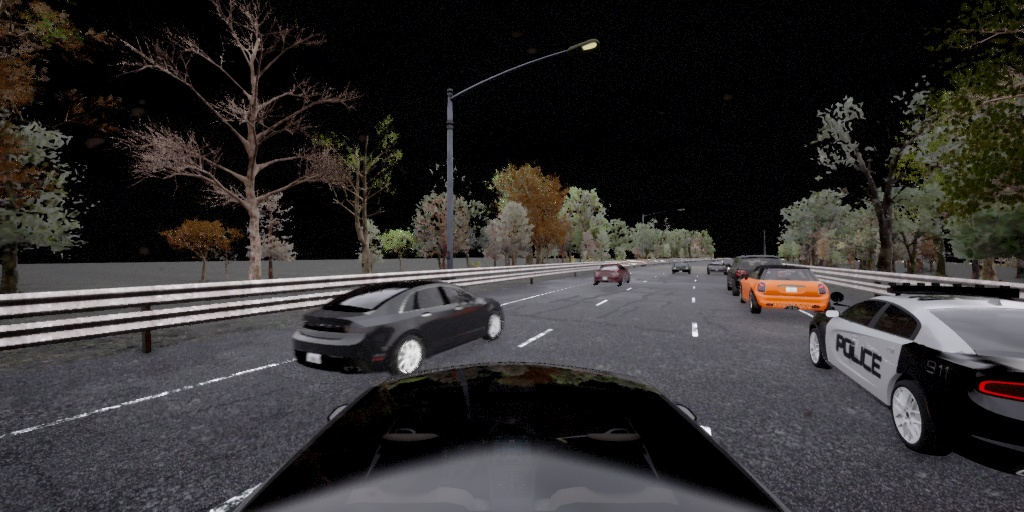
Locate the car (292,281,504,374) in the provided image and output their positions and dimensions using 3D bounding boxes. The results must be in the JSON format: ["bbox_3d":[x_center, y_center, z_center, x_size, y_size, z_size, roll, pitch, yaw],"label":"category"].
[{"bbox_3d":[-1.866,1.255,7.466,1.837,1.490,4.892,0,0,26],"label":"car"}]

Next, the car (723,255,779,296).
[{"bbox_3d":[12.647,0.978,18.754,2.150,2.045,5.566,0,0,27],"label":"car"}]

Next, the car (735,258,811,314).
[{"bbox_3d":[9.934,1.102,13.421,2.097,1.767,4.553,0,0,27],"label":"car"}]

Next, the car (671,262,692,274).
[{"bbox_3d":[19.342,1.370,40.798,1.895,1.301,4.718,0,0,29],"label":"car"}]

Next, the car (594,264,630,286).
[{"bbox_3d":[7.077,1.280,25.240,1.812,1.442,4.674,0,0,27],"label":"car"}]

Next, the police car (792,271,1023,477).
[{"bbox_3d":[5.608,1.175,4.699,1.930,1.638,5.238,0,0,26],"label":"police car"}]

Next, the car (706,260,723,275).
[{"bbox_3d":[22.453,1.261,39.317,2.128,1.511,4.902,0,0,29],"label":"car"}]
